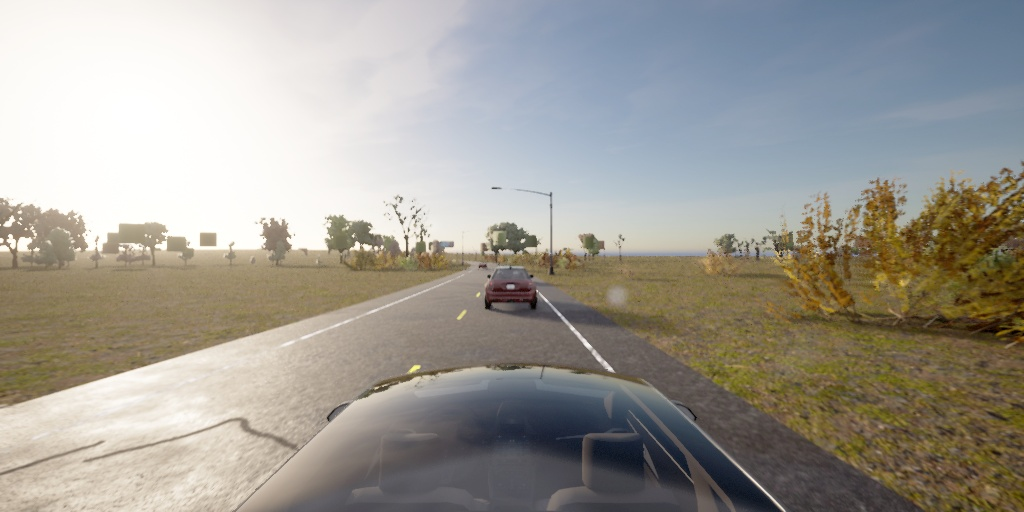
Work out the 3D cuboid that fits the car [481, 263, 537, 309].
[{"bbox_3d":[-0.070,1.232,15.962,2.097,1.767,4.553,0,-1,-1],"label":"car"}]
